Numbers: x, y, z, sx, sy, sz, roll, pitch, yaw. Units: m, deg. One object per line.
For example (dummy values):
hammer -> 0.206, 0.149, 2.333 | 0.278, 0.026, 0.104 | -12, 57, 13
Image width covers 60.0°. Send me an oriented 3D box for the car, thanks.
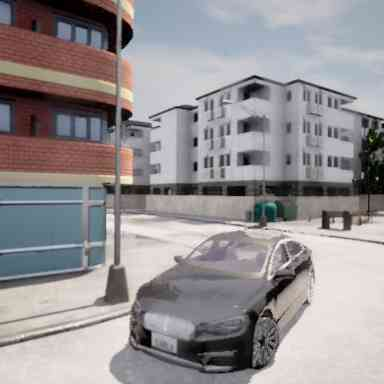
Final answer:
car -> 0.940, 1.525, 6.018 | 2.128, 1.511, 4.902 | 1, 0, 31
